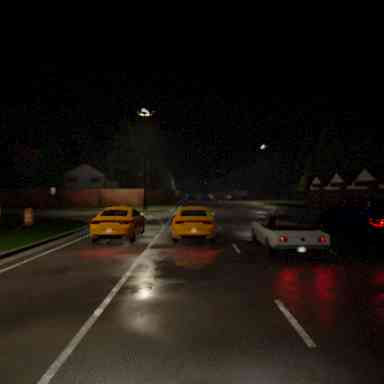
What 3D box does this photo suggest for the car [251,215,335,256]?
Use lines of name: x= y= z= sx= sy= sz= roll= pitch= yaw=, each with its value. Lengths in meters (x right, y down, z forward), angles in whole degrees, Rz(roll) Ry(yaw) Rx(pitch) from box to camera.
car: x=3.582 y=1.582 z=13.046 sx=1.895 sy=1.301 sz=4.718 roll=0 pitch=0 yaw=0

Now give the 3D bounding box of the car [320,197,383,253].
car: x=7.084 y=1.200 z=13.708 sx=2.150 sy=2.045 sz=5.566 roll=0 pitch=0 yaw=0

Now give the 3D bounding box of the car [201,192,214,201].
car: x=3.508 y=1.412 z=81.696 sx=2.033 sy=1.411 sz=5.357 roll=0 pitch=0 yaw=0

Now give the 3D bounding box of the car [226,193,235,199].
car: x=10.510 y=1.194 z=91.314 sx=1.882 sy=1.535 sz=5.008 roll=0 pitch=0 yaw=0

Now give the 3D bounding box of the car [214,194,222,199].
car: x=7.010 y=1.216 z=91.314 sx=1.837 sy=1.490 sz=4.892 roll=0 pitch=0 yaw=0

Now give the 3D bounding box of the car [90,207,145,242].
car: x=-3.477 y=1.454 z=16.285 sx=1.882 sy=1.535 sz=5.008 roll=0 pitch=0 yaw=-1

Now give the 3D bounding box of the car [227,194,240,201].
car: x=10.508 y=1.412 z=80.895 sx=2.033 sy=1.411 sz=5.357 roll=0 pitch=0 yaw=0

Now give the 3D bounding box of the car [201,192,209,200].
car: x=3.510 y=1.007 z=92.175 sx=2.150 sy=2.045 sz=5.566 roll=0 pitch=0 yaw=0

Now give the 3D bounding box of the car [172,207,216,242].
car: x=0.089 y=1.454 z=16.290 sx=1.882 sy=1.535 sz=5.008 roll=0 pitch=0 yaw=0

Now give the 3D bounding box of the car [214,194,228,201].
car: x=7.008 y=1.467 z=81.342 sx=1.895 sy=1.301 sz=4.718 roll=0 pitch=0 yaw=0

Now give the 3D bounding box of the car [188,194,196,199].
car: x=0.010 y=1.269 z=91.315 sx=1.994 sy=1.385 sz=4.181 roll=0 pitch=0 yaw=0

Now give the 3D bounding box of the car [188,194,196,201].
car: x=0.008 y=1.397 z=80.895 sx=2.128 sy=1.511 sz=4.902 roll=0 pitch=0 yaw=0
